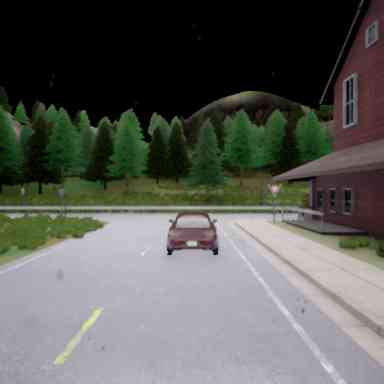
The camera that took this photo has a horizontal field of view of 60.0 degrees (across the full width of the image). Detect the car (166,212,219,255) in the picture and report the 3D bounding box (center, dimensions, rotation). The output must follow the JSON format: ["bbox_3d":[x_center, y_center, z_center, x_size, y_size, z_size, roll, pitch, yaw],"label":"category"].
[{"bbox_3d":[0.039,1.499,13.030,1.812,1.442,4.674,0,0,1],"label":"car"}]
